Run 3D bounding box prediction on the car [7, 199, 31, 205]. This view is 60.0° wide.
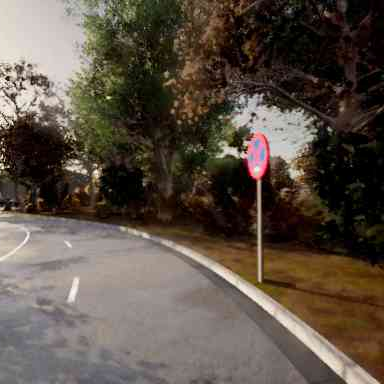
[{"bbox_3d":[-40.761,2.303,78.511,4.674,1.452,2.002,-1,0,-6],"label":"car"}]

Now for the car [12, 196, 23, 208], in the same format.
[{"bbox_3d":[-31.327,1.847,62.872,2.150,2.045,5.566,-1,0,-6],"label":"car"}]

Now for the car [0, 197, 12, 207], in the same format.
[{"bbox_3d":[-39.552,1.952,67.275,5.566,2.045,2.435,-1,0,-6],"label":"car"}]

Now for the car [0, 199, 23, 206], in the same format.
[{"bbox_3d":[-40.146,2.235,72.894,5.008,1.535,2.097,-1,0,-6],"label":"car"}]

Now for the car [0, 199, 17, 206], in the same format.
[{"bbox_3d":[-39.833,2.259,70.084,4.674,1.452,2.002,-1,0,-6],"label":"car"}]
